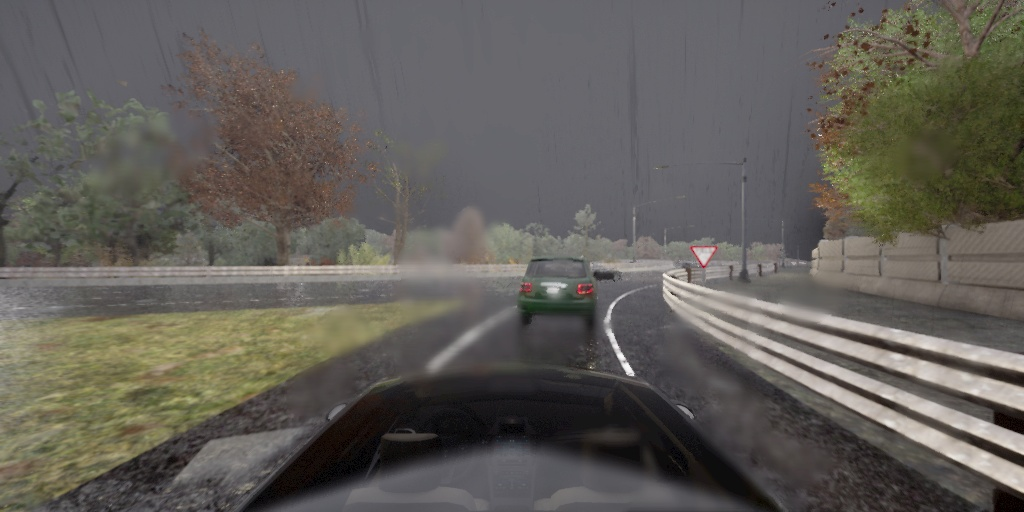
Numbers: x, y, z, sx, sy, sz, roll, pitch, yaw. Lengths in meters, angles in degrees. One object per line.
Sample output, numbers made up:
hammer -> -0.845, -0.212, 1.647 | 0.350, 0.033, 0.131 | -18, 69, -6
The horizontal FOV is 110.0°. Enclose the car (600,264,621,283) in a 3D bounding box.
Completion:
car -> 6.689, 1.390, 28.700 | 4.902, 1.511, 2.128 | 0, 0, -34

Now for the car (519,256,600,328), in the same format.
car -> 1.713, 1.024, 11.871 | 2.150, 2.045, 5.566 | 0, 0, 13
